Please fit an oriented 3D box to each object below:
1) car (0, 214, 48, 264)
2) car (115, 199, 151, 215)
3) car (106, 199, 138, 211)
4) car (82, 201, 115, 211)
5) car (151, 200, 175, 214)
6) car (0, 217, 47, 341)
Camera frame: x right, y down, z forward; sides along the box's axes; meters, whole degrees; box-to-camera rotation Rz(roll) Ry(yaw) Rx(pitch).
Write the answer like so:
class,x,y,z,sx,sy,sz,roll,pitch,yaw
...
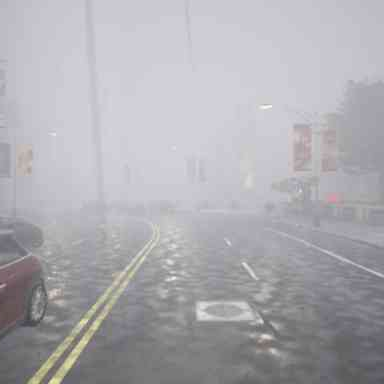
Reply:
class,x,y,z,sx,sy,sz,roll,pitch,yaw
car,-7.241,1.627,12.394,1.994,1.385,4.181,0,0,-1
car,-6.637,1.712,36.948,1.812,1.442,4.674,0,0,-32
car,-9.834,1.725,46.416,2.128,1.511,4.902,0,0,-45
car,-12.798,1.825,44.485,4.718,1.301,1.895,0,0,44
car,-3.739,1.699,38.717,1.837,1.490,4.892,0,0,-31
car,-3.642,1.374,4.069,2.097,1.767,4.553,0,0,0
